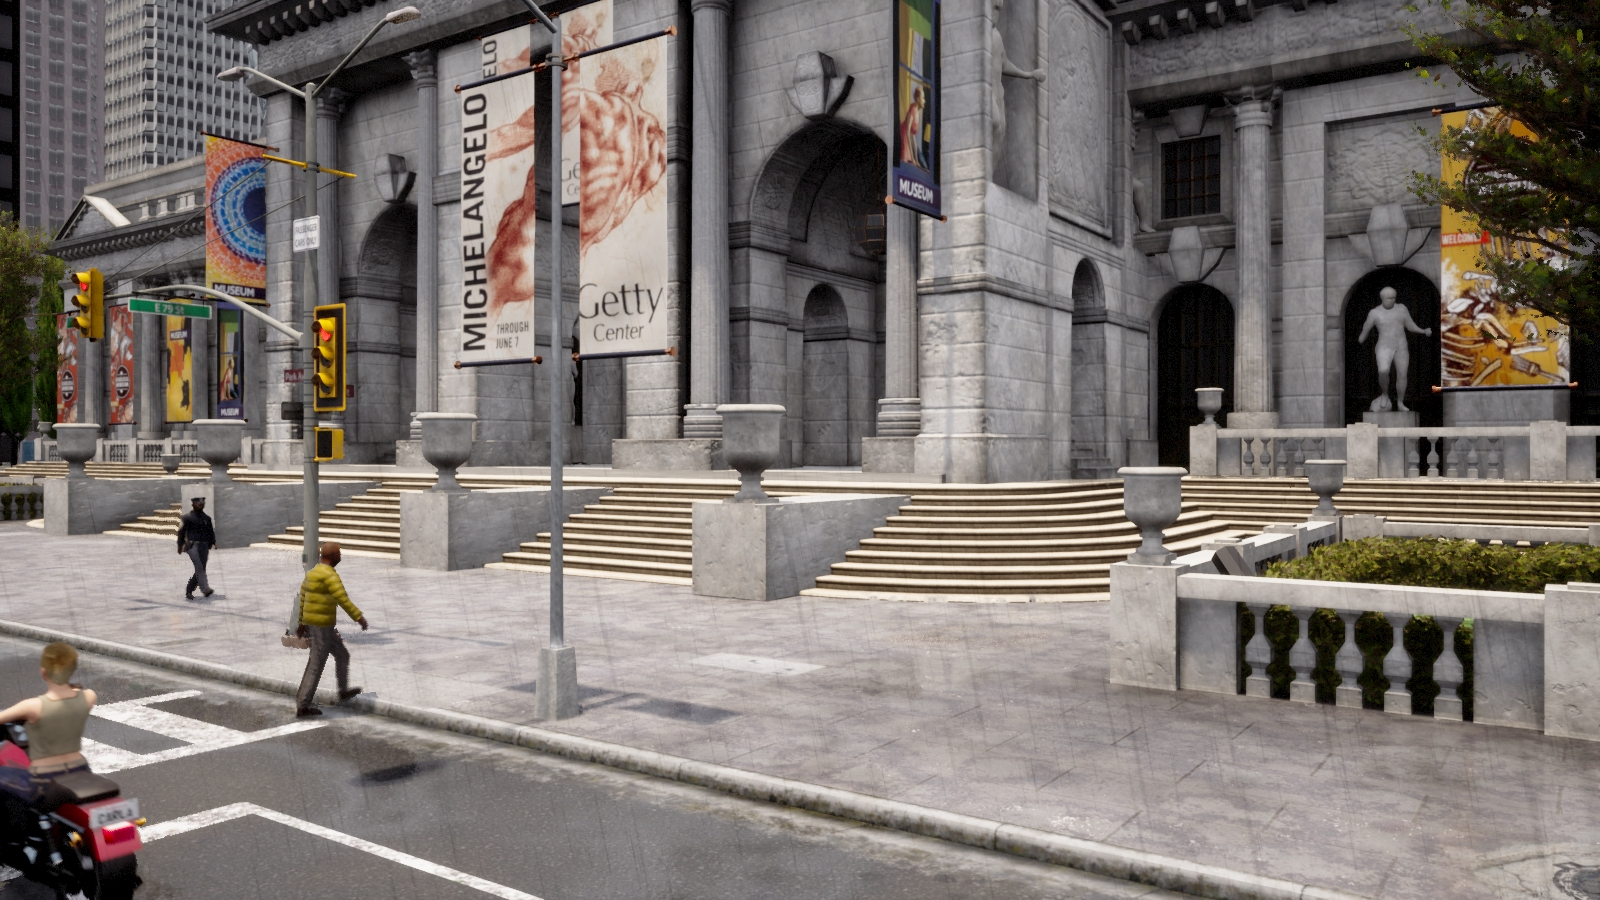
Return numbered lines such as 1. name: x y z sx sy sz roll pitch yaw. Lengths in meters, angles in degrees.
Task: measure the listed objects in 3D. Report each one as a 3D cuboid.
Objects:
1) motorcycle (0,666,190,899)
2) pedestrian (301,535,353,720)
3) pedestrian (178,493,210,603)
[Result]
1. motorcycle: -4.803 2.167 7.142 2.356 1.277 0.764 0 0 35
2. pedestrian: -4.973 1.842 12.011 0.375 1.860 0.375 0 0 42
3. pedestrian: -10.547 1.688 19.877 0.375 1.860 0.375 0 0 39
